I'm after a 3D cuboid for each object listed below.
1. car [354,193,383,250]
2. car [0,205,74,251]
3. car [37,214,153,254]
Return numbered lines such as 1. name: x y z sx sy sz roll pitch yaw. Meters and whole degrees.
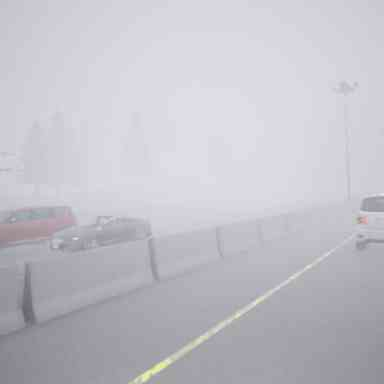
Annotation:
1. car: 7.787 1.010 12.794 2.150 2.045 5.566 -3 0 36
2. car: -7.899 1.693 15.242 2.150 2.045 5.566 -3 -1 36
3. car: -3.863 1.791 14.856 2.128 1.511 4.902 -3 -1 36
